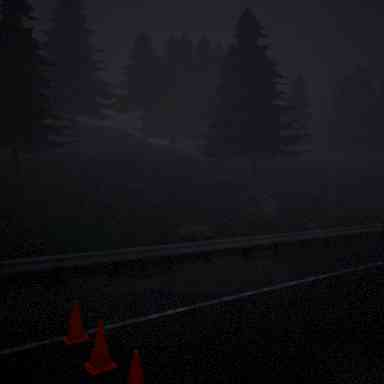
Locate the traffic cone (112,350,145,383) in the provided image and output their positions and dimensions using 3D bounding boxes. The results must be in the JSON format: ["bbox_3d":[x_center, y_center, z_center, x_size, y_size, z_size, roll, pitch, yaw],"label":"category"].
[{"bbox_3d":[-0.582,1.955,3.489,0.340,0.580,0.340,0,0,-36],"label":"traffic cone"}]

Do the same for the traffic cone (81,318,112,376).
[{"bbox_3d":[-1.177,1.954,4.293,0.340,0.580,0.340,0,0,-36],"label":"traffic cone"}]

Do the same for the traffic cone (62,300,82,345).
[{"bbox_3d":[-1.771,1.953,5.096,0.340,0.580,0.340,0,0,-36],"label":"traffic cone"}]
